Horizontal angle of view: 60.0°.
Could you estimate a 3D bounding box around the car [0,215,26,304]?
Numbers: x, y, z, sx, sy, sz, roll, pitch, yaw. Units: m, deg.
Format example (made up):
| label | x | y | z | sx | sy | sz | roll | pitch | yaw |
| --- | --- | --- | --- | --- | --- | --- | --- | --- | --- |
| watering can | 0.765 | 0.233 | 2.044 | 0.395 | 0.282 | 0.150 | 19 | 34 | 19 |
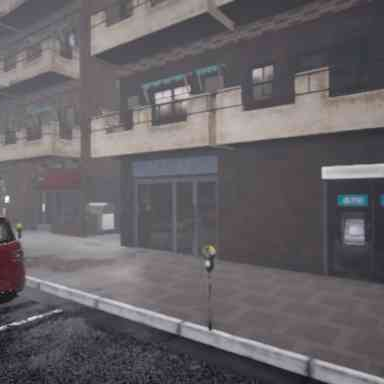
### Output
| label | x | y | z | sx | sy | sz | roll | pitch | yaw |
| --- | --- | --- | --- | --- | --- | --- | --- | --- | --- |
| car | -5.360 | 1.268 | 6.718 | 5.009 | 1.841 | 2.192 | 0 | -1 | 36 |
